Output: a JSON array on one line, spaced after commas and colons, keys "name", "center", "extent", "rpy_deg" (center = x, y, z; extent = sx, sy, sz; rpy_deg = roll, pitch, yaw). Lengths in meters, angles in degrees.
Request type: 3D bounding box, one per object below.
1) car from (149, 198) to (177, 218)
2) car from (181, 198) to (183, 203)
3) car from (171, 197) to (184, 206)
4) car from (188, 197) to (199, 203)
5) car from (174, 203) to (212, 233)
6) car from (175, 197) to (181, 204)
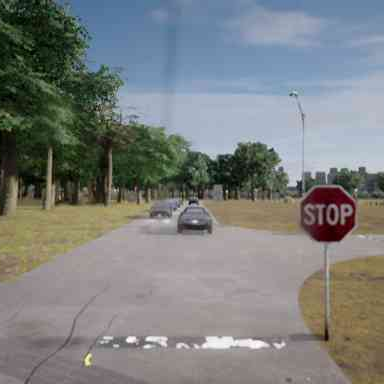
[{"name": "car", "center": [-2.727, 1.582, 30.336], "extent": [2.033, 1.411, 5.357], "rpy_deg": [0, 0, -1]}, {"name": "car", "center": [-2.676, 1.667, 50.116], "extent": [1.812, 1.442, 4.674], "rpy_deg": [0, 0, 1]}, {"name": "car", "center": [-2.572, 1.700, 60.448], "extent": [2.128, 1.511, 4.902], "rpy_deg": [0, 0, 0]}, {"name": "car", "center": [0.305, 1.733, 62.910], "extent": [1.837, 1.490, 4.892], "rpy_deg": [0, 0, 0]}, {"name": "car", "center": [0.170, 1.581, 20.060], "extent": [1.994, 1.385, 4.181], "rpy_deg": [0, 0, 0]}, {"name": "car", "center": [-2.708, 1.607, 40.074], "extent": [1.812, 1.442, 4.674], "rpy_deg": [0, 0, 0]}]
